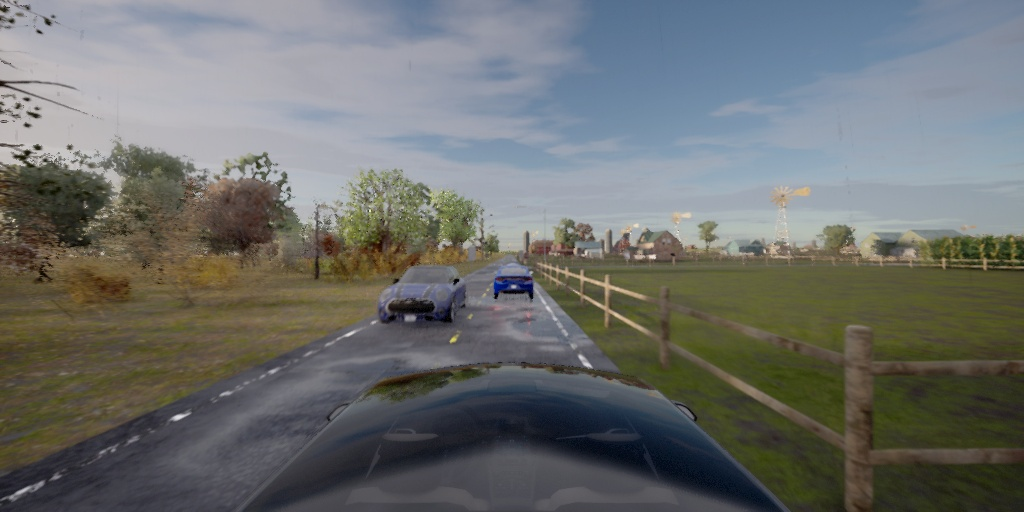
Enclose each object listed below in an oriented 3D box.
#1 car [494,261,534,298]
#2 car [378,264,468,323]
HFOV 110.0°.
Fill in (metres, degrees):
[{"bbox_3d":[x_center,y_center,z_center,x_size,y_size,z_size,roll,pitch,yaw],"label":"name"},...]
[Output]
[{"bbox_3d":[0.081,1.199,18.454,1.882,1.535,5.008,0,0,0],"label":"car"},{"bbox_3d":[-2.759,1.087,11.968,2.097,1.767,4.553,0,0,0],"label":"car"}]
